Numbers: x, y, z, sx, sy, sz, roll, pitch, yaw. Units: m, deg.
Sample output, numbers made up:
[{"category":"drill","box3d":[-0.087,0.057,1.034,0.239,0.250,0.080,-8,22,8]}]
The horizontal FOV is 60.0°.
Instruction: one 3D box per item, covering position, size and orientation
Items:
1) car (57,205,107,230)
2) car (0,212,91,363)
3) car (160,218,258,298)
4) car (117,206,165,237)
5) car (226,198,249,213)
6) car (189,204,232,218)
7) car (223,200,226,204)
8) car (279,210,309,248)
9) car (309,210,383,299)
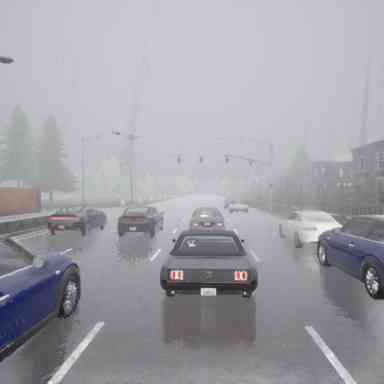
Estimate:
[{"category":"car","box3d":[-6.171,1.488,18.432,2.128,1.511,4.902,0,0,2]},{"category":"car","box3d":[-3.257,1.351,4.587,2.097,1.767,4.553,0,0,2]},{"category":"car","box3d":[0.413,1.601,8.511,1.895,1.301,4.718,0,0,2]},{"category":"car","box3d":[-2.682,1.503,18.077,1.837,1.490,4.892,0,-1,2]},{"category":"car","box3d":[5.055,1.601,36.555,1.895,1.301,4.718,0,0,3]},{"category":"car","box3d":[0.820,1.547,18.094,2.033,1.411,5.357,0,0,2]},{"category":"car","box3d":[5.431,1.547,46.445,2.033,1.411,5.357,0,0,2]},{"category":"car","box3d":[5.126,1.526,14.572,1.812,1.442,4.674,0,0,2]},{"category":"car","box3d":[4.869,1.351,8.548,2.097,1.767,4.553,0,0,2]}]
